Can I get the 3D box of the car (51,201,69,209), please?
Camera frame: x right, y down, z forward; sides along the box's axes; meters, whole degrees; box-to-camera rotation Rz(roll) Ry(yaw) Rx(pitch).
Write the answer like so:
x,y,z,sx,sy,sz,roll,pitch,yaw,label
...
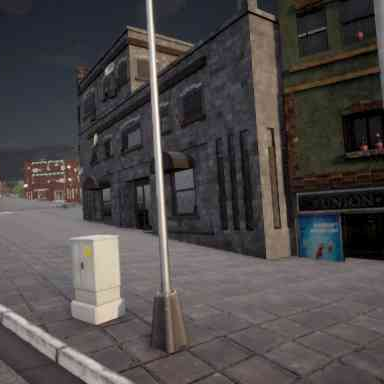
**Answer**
x,y,z,sx,sy,sz,roll,pitch,yaw,label
-25.744,2.615,65.028,2.128,1.511,4.902,-4,-1,5,car
